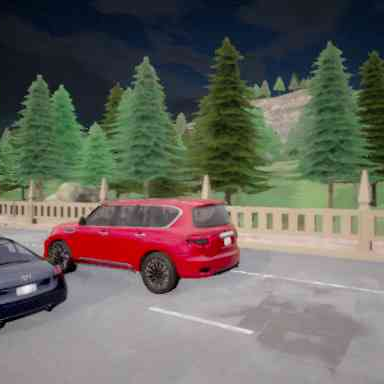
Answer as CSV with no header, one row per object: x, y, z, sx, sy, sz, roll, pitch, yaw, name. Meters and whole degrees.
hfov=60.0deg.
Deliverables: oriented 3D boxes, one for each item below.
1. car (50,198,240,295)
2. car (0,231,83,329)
-1.484,1.188,8.813,5.566,2.045,2.150,0,0,32,car
-4.385,1.549,6.443,4.181,1.385,1.994,0,0,32,car
